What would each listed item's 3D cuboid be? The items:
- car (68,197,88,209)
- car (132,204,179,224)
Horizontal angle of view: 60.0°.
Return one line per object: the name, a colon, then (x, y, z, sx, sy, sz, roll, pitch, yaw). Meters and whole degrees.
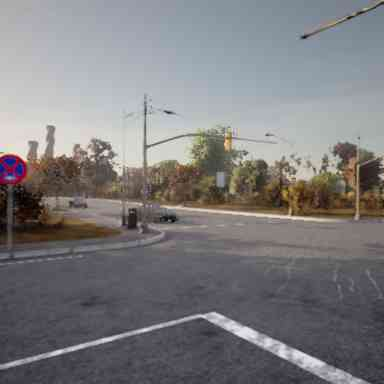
car: (-16.060, 1.506, 46.853, 1.837, 1.490, 4.892, 1, 0, -32)
car: (-3.030, 1.661, 26.189, 2.033, 1.411, 5.357, 1, 0, -32)
